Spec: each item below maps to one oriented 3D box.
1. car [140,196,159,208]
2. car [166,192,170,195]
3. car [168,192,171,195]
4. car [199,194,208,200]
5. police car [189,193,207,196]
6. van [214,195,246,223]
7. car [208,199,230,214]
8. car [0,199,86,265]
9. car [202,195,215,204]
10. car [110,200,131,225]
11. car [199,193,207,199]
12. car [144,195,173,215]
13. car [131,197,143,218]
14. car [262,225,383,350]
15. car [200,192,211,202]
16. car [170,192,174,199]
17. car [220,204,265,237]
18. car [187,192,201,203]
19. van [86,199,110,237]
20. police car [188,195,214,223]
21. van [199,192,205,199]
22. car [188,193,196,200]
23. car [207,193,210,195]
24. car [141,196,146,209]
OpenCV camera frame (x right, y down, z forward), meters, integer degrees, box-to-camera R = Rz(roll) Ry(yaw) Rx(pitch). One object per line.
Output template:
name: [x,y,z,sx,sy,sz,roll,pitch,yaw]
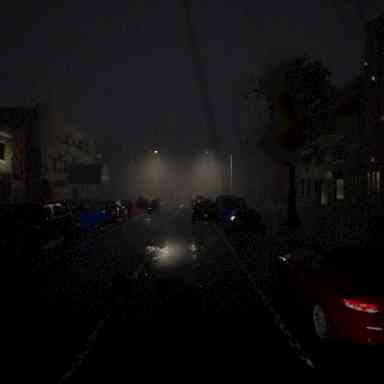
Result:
car: [-5.699,1.319,44.900,1.887,1.381,4.507,-1,0,0]
car: [-5.702,1.240,61.544,2.008,1.369,4.403,-1,0,0]
car: [-5.702,1.243,67.093,1.802,1.307,4.206,-1,0,0]
car: [2.677,1.186,78.193,1.802,1.307,4.206,-1,0,0]
police car: [0.894,1.223,40.097,1.930,1.638,5.238,0,0,0]
van: [2.682,1.227,22.709,1.690,1.788,3.998,-1,0,0]
car: [2.682,1.412,33.807,1.802,1.307,4.206,-1,0,0]
car: [-5.697,1.257,11.609,2.192,1.841,5.009,-1,0,0]
car: [2.680,1.283,56.000,1.947,1.339,4.313,-1,0,0]
car: [-5.698,1.326,22.706,1.967,1.590,4.097,-1,0,0]
car: [2.676,1.100,83.911,1.752,1.417,4.829,-1,0,0]
car: [-3.102,1.346,31.585,1.837,1.490,4.892,0,0,0]
car: [-5.697,1.403,28.255,1.887,1.381,4.507,-1,0,0]
car: [2.686,1.551,6.065,1.802,1.307,4.206,-1,0,0]
car: [2.676,0.976,67.095,2.192,1.841,5.009,-1,0,0]
car: [-5.707,0.891,83.736,2.192,1.841,5.009,-1,0,0]
car: [2.685,1.496,17.162,1.802,1.307,4.206,-1,0,0]
car: [-0.009,1.196,58.582,2.128,1.511,4.902,0,0,0]
van: [-5.698,1.255,17.157,1.690,1.788,3.998,-1,0,0]
police car: [0.896,1.304,24.097,1.930,1.638,5.238,0,0,0]
van: [2.673,0.888,89.288,1.690,1.788,3.998,-1,0,0]
car: [-0.011,0.941,75.604,1.882,1.535,5.008,0,0,0]
car: [2.681,1.173,28.257,2.192,1.841,5.009,-1,0,0]
car: [-5.700,1.242,39.351,1.967,1.590,4.097,-1,0,0]
